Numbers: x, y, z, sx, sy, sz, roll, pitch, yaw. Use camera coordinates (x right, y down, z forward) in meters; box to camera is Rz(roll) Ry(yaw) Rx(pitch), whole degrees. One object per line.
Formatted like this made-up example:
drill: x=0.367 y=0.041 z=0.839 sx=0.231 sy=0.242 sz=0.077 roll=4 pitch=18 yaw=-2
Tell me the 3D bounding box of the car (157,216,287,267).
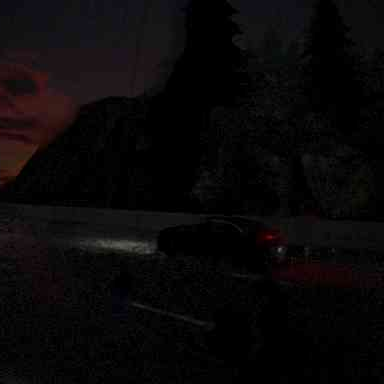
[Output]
car: x=0.894 y=1.625 z=11.962 sx=4.902 sy=1.511 sz=2.128 roll=0 pitch=0 yaw=38
